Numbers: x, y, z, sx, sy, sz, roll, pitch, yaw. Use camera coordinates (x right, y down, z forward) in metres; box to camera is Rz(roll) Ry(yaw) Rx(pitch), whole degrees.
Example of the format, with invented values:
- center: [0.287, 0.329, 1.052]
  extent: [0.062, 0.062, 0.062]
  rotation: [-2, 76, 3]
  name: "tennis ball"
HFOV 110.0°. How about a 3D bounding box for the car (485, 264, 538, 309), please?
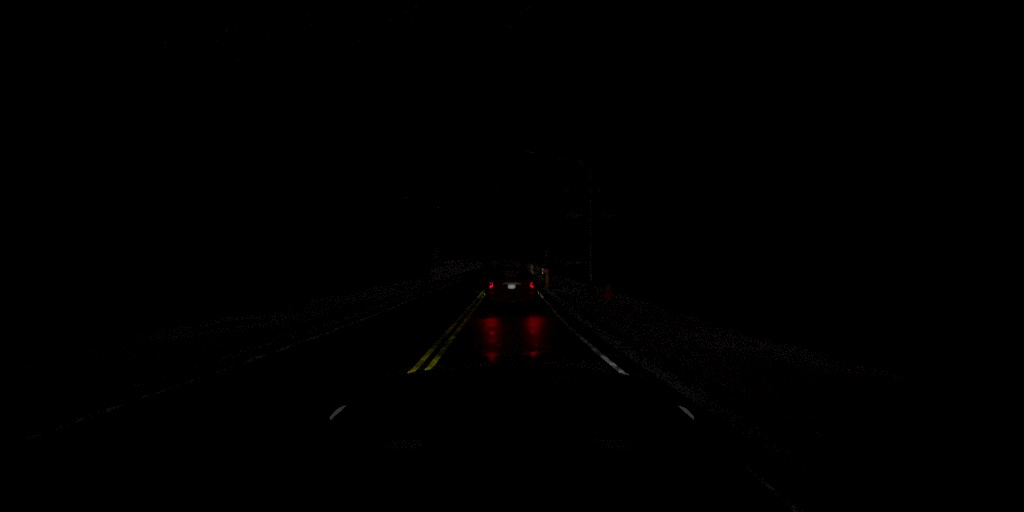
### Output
- center: [-0.016, 1.233, 15.950]
  extent: [2.097, 1.767, 4.553]
  rotation: [0, -1, 0]
  name: "car"
